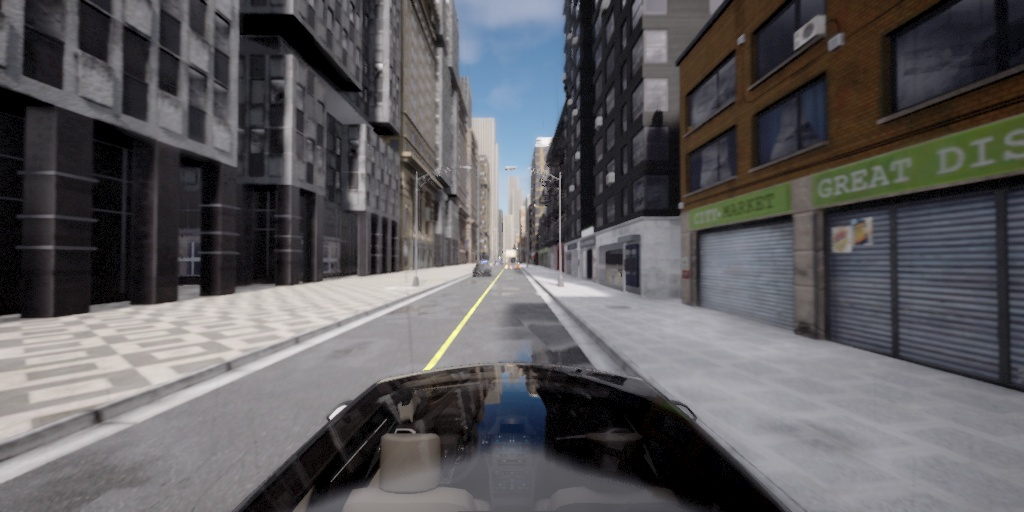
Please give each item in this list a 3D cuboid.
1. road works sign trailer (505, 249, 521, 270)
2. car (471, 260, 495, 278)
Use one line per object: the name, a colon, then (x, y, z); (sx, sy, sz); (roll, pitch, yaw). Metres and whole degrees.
road works sign trailer: (0.016, 0.577, 62.375); (2.380, 3.560, 2.880); (0, 0, 0)
car: (-3.085, 1.452, 37.698); (1.837, 1.490, 4.892); (0, 0, 0)
